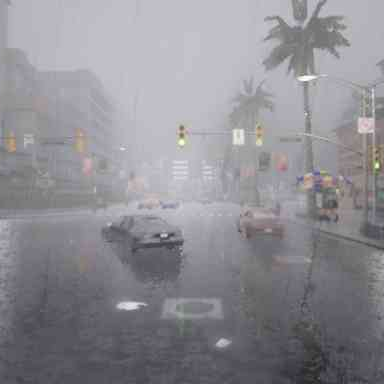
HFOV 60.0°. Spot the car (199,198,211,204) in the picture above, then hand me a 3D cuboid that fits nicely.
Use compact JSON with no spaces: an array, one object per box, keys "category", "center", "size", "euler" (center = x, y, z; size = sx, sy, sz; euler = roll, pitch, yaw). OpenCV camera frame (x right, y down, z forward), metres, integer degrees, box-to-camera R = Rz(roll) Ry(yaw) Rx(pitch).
[{"category":"car","center":[3.387,2.122,77.172],"size":[1.812,1.442,4.674],"euler":[0,0,-4]}]

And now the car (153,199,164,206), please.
[{"category":"car","center":[-6.992,2.135,69.852],"size":[1.895,1.301,4.718],"euler":[0,0,0]}]

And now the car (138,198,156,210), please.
[{"category":"car","center":[-6.992,1.916,50.433],"size":[1.812,1.442,4.674],"euler":[0,0,0]}]

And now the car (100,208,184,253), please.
[{"category":"car","center":[-2.343,1.659,14.351],"size":[2.033,1.411,5.357],"euler":[0,-1,-32]}]

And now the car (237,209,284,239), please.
[{"category":"car","center":[3.603,1.666,17.972],"size":[1.812,1.442,4.674],"euler":[0,0,0]}]

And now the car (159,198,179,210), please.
[{"category":"car","center":[-3.492,1.872,50.941],"size":[1.882,1.535,5.008],"euler":[0,0,0]}]

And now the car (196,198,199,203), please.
[{"category":"car","center":[2.237,2.199,87.234],"size":[1.812,1.442,4.674],"euler":[0,0,-12]}]

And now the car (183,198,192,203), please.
[{"category":"car","center":[-1.359,2.202,87.477],"size":[2.128,1.511,4.902],"euler":[0,0,-12]}]

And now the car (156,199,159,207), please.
[{"category":"car","center":[-6.991,1.938,59.552],"size":[1.882,1.535,5.008],"euler":[0,0,0]}]

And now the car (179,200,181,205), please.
[{"category":"car","center":[-3.491,1.991,60.136],"size":[1.812,1.442,4.674],"euler":[0,0,0]}]
